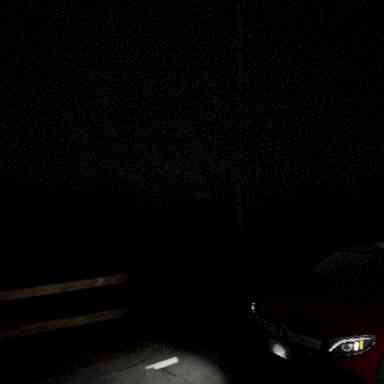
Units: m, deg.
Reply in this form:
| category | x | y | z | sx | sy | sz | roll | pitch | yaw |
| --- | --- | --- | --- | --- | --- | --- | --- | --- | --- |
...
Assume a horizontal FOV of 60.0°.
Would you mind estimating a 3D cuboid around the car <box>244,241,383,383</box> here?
| category | x | y | z | sx | sy | sz | roll | pitch | yaw |
| --- | --- | --- | --- | --- | --- | --- | --- | --- | --- |
| car | 2.912 | 1.557 | 5.145 | 4.674 | 1.442 | 1.812 | 0 | 0 | -35 |
